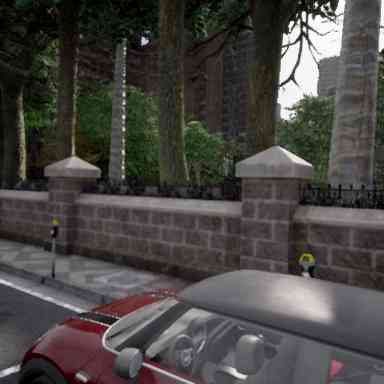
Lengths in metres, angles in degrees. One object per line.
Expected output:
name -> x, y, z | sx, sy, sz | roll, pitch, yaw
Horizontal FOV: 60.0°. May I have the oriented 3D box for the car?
car -> 0.381, 1.403, 2.686 | 4.097, 1.590, 1.967 | 2, 1, 35
